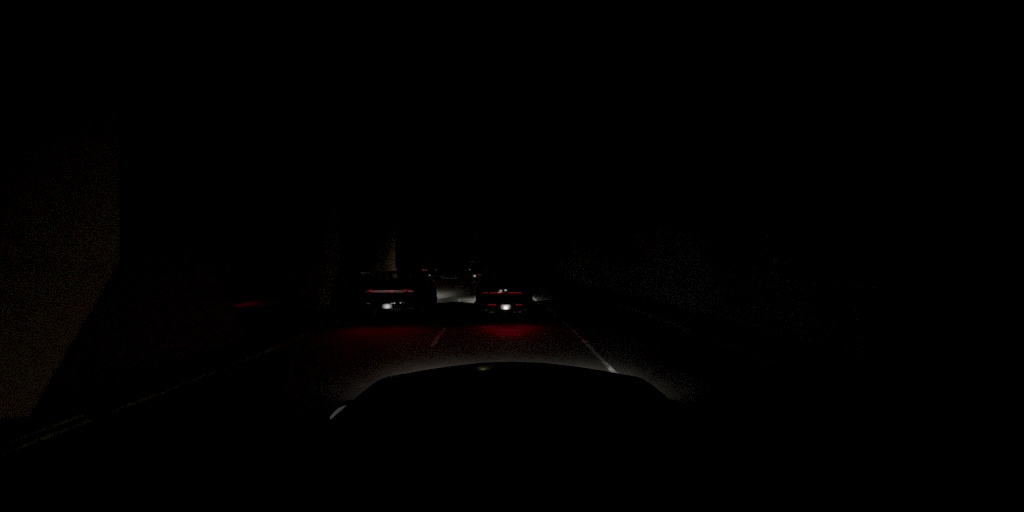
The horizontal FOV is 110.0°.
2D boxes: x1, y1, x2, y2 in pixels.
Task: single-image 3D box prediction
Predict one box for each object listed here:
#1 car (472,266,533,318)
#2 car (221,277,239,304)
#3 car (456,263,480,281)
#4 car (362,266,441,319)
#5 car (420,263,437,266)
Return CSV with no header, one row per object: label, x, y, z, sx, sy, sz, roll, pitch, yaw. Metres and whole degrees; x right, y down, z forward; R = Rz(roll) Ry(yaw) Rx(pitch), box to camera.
car,-0.390,1.288,13.160,1.837,1.490,4.892,0,0,-5
car,-10.986,1.283,11.386,1.837,1.490,4.892,0,0,-5
car,-3.631,1.339,30.982,1.837,1.490,4.892,0,0,-15
car,-3.884,1.274,12.987,2.128,1.511,4.902,0,0,-5
car,-7.229,1.325,30.875,2.128,1.511,4.902,0,0,-16
